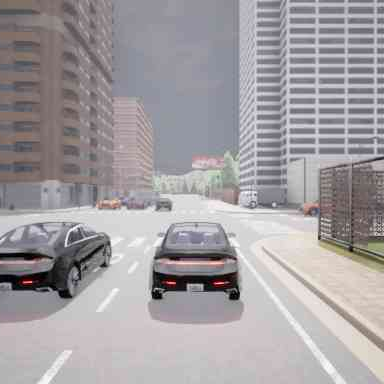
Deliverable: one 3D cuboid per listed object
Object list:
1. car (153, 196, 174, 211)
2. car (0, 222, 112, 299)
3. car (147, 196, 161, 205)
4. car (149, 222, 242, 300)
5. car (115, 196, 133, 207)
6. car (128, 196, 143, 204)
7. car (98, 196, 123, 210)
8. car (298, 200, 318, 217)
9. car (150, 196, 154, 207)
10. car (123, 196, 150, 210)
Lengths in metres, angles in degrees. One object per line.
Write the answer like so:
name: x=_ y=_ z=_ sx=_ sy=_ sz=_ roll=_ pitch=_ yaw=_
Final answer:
car: x=-3.386 y=1.505 z=41.250 sx=1.837 sy=1.490 sz=4.892 roll=0 pitch=0 yaw=0
car: x=-3.397 y=1.492 z=8.421 sx=2.128 sy=1.511 sz=4.902 roll=0 pitch=0 yaw=0
car: x=-7.040 y=1.477 z=62.073 sx=1.882 sy=1.535 sz=5.008 roll=0 pitch=0 yaw=0
car: x=0.107 y=1.492 z=8.364 sx=2.128 sy=1.511 sz=4.902 roll=0 pitch=0 yaw=1
car: x=-10.566 y=1.477 z=52.127 sx=1.882 sy=1.535 sz=5.008 roll=0 pitch=0 yaw=0
car: x=-10.533 y=1.477 z=62.591 sx=1.882 sy=1.535 sz=5.008 roll=0 pitch=0 yaw=1
car: x=-10.571 y=1.352 z=42.903 sx=2.097 sy=1.767 sz=4.553 roll=0 pitch=0 yaw=0
car: x=12.106 y=1.296 z=30.295 sx=4.553 sy=1.767 sz=2.097 roll=0 pitch=0 yaw=0
car: x=-7.068 y=1.505 z=52.026 sx=1.837 sy=1.490 sz=4.892 roll=0 pitch=0 yaw=0
car: x=-7.047 y=1.352 z=42.893 sx=2.097 sy=1.767 sz=4.553 roll=0 pitch=0 yaw=0
